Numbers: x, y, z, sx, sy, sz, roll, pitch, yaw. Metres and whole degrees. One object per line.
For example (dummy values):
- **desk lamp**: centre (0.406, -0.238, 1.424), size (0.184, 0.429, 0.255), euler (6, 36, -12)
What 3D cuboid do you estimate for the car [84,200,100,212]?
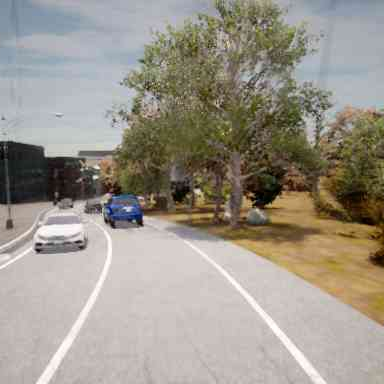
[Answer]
- **car**: centre (-12.206, 1.802, 41.225), size (1.837, 1.490, 4.892), euler (-3, 0, -22)

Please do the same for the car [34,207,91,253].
- **car**: centre (-5.611, 1.645, 14.684), size (1.812, 1.442, 4.674), euler (-2, 0, -15)

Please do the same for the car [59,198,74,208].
- **car**: centre (-20.596, 1.861, 54.617), size (2.097, 1.767, 4.553), euler (-2, 0, -16)

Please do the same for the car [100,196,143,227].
- **car**: centre (-5.068, 1.315, 24.055), size (2.150, 2.045, 5.566), euler (-2, 0, -21)
